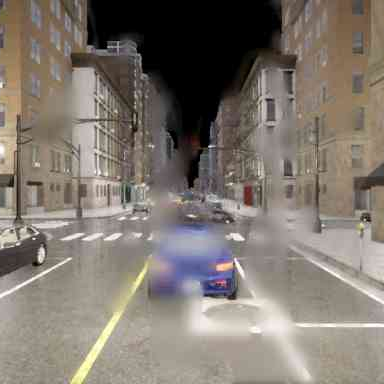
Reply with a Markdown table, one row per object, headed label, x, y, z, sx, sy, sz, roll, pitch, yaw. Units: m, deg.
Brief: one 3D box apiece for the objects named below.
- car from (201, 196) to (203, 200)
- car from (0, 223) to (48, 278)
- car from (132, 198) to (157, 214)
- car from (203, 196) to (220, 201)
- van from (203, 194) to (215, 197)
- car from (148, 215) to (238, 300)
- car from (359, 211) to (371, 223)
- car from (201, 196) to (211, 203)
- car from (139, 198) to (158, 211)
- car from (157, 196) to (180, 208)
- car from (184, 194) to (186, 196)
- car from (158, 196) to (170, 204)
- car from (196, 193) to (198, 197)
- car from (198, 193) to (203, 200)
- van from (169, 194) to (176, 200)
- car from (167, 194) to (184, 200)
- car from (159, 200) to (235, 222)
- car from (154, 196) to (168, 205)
| label | x | y | z | sx | sy | sz | roll | pitch | yaw |
| --- | --- | --- | --- | --- | --- | --- | --- | --- | --- |
| car | 2.770 | 1.575 | 51.883 | 1.802 | 1.307 | 4.206 | 0 | 0 | 0 |
| car | -5.365 | 1.550 | 8.808 | 2.008 | 1.369 | 4.403 | 0 | 0 | 0 |
| car | -5.301 | 1.546 | 35.683 | 2.008 | 1.369 | 4.403 | 0 | 0 | 0 |
| car | 2.741 | 1.545 | 41.071 | 2.008 | 1.369 | 4.403 | 0 | 0 | 0 |
| van | 2.756 | 1.335 | 46.477 | 1.690 | 1.788 | 3.998 | 0 | 0 | 0 |
| car | 0.039 | 1.525 | 8.247 | 1.812 | 1.442 | 4.674 | 0 | 0 | 1 |
| car | 15.127 | 1.636 | 23.996 | 5.357 | 1.411 | 2.033 | 0 | 0 | 0 |
| car | 2.814 | 1.557 | 68.102 | 1.947 | 1.339 | 4.313 | 0 | 0 | 0 |
| car | -5.294 | 1.520 | 40.920 | 1.752 | 1.417 | 4.829 | 0 | 0 | 0 |
| car | -2.741 | 1.521 | 38.365 | 1.812 | 1.442 | 4.674 | 0 | 0 | 0 |
| car | -2.586 | 1.556 | 68.876 | 1.994 | 1.385 | 4.181 | 0 | 0 | 0 |
| car | -5.261 | 1.517 | 62.544 | 1.752 | 1.417 | 4.829 | 0 | 0 | 0 |
| car | 2.888 | 1.533 | 95.133 | 1.887 | 1.381 | 4.507 | 0 | 0 | 0 |
| car | 2.800 | 1.307 | 62.696 | 2.192 | 1.841 | 5.009 | 0 | 0 | 0 |
| van | -5.219 | 1.330 | 89.745 | 1.690 | 1.788 | 3.998 | 0 | 0 | 0 |
| car | -2.685 | 1.471 | 53.497 | 1.882 | 1.535 | 5.008 | 0 | 0 | 1 |
| car | 0.384 | 1.548 | 23.628 | 5.357 | 1.411 | 2.033 | 0 | 0 | 43 |
| car | -5.268 | 1.433 | 57.308 | 1.967 | 1.590 | 4.097 | 0 | 0 | 0 |
